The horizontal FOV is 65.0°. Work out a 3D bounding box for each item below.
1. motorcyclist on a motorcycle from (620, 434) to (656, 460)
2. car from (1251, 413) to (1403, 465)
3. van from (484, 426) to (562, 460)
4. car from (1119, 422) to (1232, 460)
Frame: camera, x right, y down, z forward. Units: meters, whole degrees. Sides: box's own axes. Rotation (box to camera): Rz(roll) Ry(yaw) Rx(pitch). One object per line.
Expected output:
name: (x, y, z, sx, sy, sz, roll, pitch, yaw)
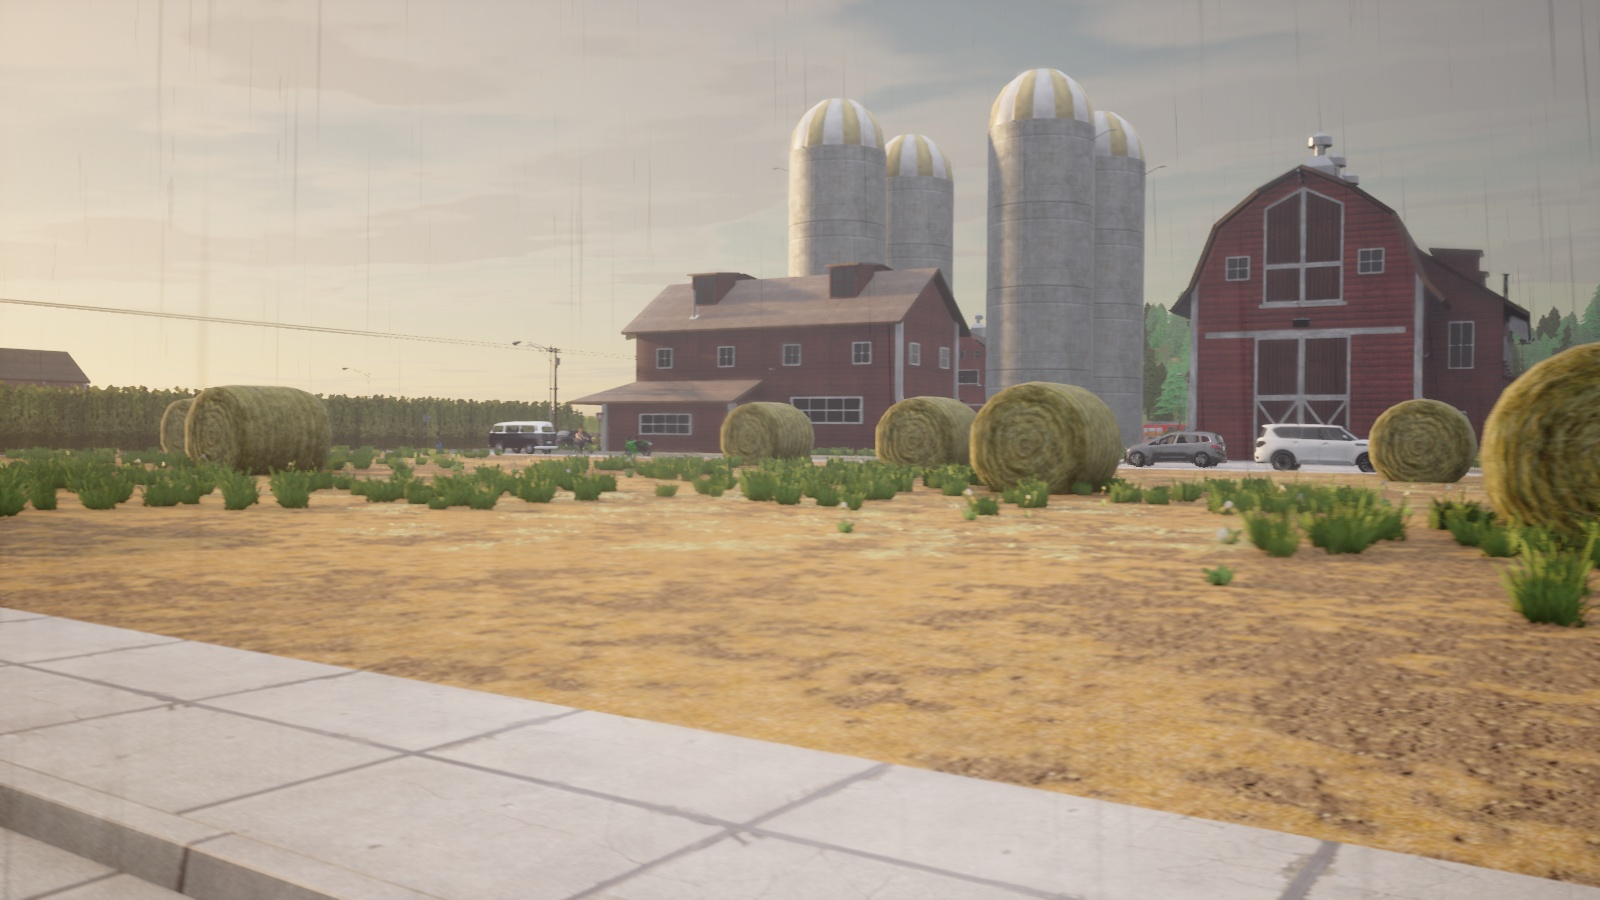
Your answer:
motorcyclist on a motorcycle: (-9.529, -0.198, 73.729, 2.044, 1.523, 0.797, 0, 1, 30)
car: (21.718, -0.447, 51.807, 5.566, 2.045, 2.150, 0, 1, 29)
van: (-17.234, -0.448, 78.133, 4.480, 2.038, 2.069, 0, 1, 30)
car: (17.415, -0.419, 58.300, 4.611, 1.667, 2.242, -1, 1, 30)
